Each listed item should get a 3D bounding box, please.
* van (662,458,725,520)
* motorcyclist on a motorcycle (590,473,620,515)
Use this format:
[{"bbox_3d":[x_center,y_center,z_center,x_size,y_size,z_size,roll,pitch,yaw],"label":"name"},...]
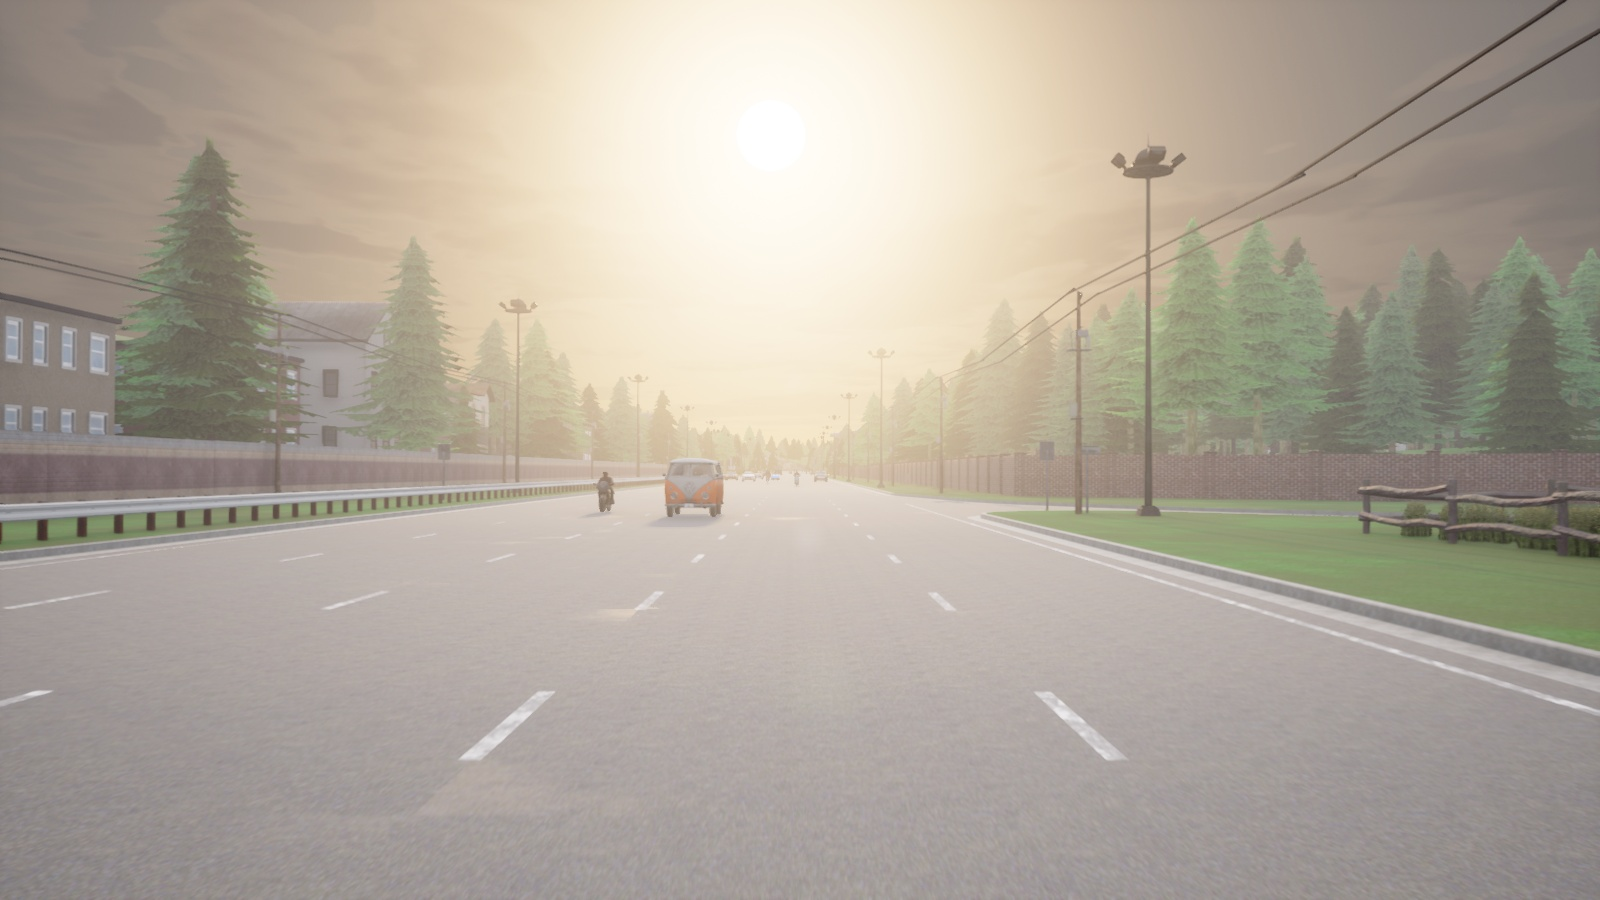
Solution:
[{"bbox_3d":[-3.604,1.302,43.040,1.775,1.987,4.442,0,-1,0],"label":"van"},{"bbox_3d":[-7.110,1.594,45.925,0.797,1.523,2.044,0,-1,0],"label":"motorcyclist on a motorcycle"}]
